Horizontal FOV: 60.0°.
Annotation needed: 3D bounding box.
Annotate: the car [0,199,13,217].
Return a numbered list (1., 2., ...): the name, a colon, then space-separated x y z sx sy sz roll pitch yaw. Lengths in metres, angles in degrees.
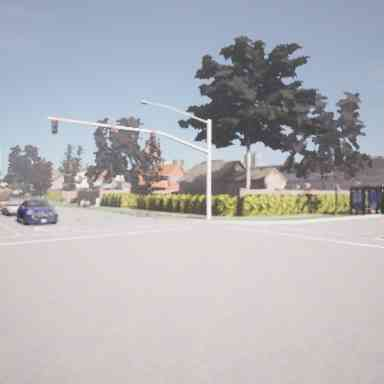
1. car: -17.044 1.622 32.167 1.895 1.301 4.718 0 0 -36

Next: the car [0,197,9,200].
1. car: -22.942 1.373 40.301 2.097 1.767 4.553 0 0 -36

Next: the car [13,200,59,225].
1. car: -11.291 1.373 24.237 2.097 1.767 4.553 0 0 -36
